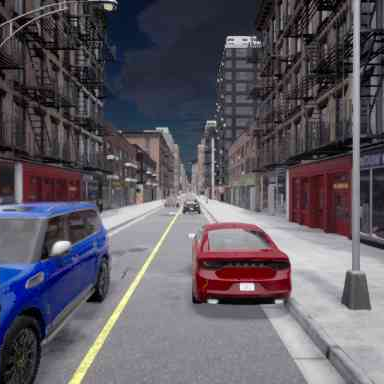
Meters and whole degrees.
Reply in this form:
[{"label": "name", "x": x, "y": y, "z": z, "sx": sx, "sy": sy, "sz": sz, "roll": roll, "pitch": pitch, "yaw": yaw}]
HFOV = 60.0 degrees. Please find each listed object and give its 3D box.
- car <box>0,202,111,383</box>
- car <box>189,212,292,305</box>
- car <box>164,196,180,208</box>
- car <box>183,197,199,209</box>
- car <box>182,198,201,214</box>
[{"label": "car", "x": -2.864, "y": 1.221, "z": 5.301, "sx": 2.150, "sy": 2.045, "sz": 5.566, "roll": 0, "pitch": 0, "yaw": 0}, {"label": "car", "x": 0.939, "y": 1.478, "z": 8.189, "sx": 1.882, "sy": 1.535, "sz": 5.008, "roll": 0, "pitch": 0, "yaw": 0}, {"label": "car", "x": -2.892, "y": 1.389, "z": 48.296, "sx": 2.097, "sy": 1.767, "sz": 4.553, "roll": 0, "pitch": 0, "yaw": 0}, {"label": "car", "x": -0.121, "y": 1.525, "z": 45.825, "sx": 2.128, "sy": 1.511, "sz": 4.902, "roll": 0, "pitch": 0, "yaw": 0}, {"label": "car", "x": -0.035, "y": 1.545, "z": 35.655, "sx": 1.812, "sy": 1.442, "sz": 4.674, "roll": 0, "pitch": 0, "yaw": 0}]
